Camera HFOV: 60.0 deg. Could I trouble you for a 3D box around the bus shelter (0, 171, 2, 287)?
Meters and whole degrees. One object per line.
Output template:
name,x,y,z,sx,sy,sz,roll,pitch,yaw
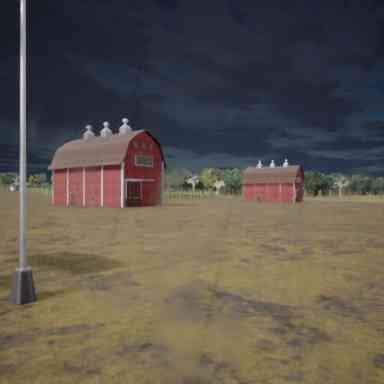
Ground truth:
bus shelter,-6.624,0.869,8.234,3.880,2.740,1.920,0,0,36
